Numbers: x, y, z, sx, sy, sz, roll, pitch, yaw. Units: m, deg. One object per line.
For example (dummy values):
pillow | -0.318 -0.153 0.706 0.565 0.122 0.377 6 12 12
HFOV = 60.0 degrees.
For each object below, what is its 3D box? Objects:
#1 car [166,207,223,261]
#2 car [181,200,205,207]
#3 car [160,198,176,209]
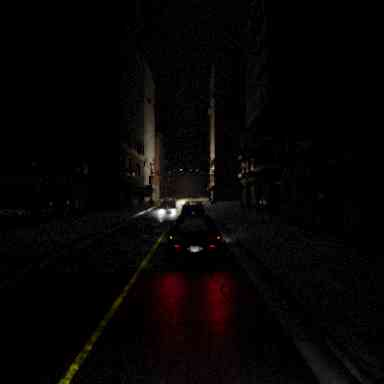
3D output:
car | 0.088 1.502 12.090 1.812 1.442 4.674 0 0 0
car | 0.090 1.423 27.848 1.882 1.535 5.008 0 0 0
car | -3.076 1.509 43.757 1.895 1.301 4.718 0 0 0
